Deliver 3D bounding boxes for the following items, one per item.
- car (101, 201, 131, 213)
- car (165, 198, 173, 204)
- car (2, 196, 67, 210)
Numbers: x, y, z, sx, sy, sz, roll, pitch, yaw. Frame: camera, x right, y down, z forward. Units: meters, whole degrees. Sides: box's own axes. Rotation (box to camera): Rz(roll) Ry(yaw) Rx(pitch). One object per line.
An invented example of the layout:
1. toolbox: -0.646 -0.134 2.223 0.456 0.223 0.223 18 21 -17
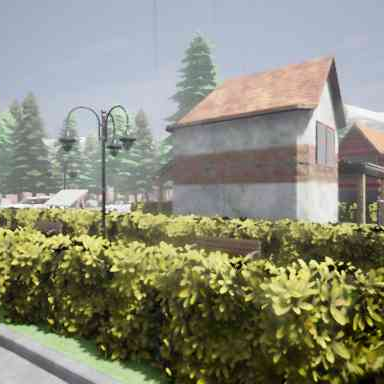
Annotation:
1. car: -7.952 1.715 37.041 1.812 1.442 4.674 0 0 37
2. car: -1.399 1.410 45.532 2.150 2.045 5.566 0 0 40
3. car: -13.688 1.411 29.101 2.150 2.045 5.566 0 0 36
